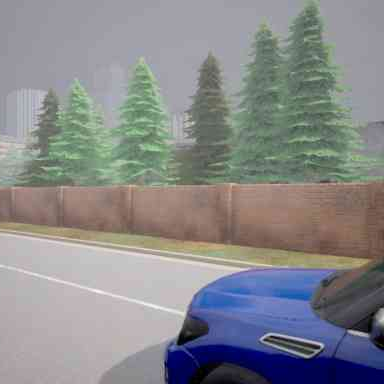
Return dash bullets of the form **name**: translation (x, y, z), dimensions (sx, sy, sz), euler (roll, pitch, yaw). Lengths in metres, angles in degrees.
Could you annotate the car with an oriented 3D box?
- **car**: translation (2.396, 1.220, 2.291), dimensions (5.566, 2.045, 2.150), euler (0, 0, 35)
